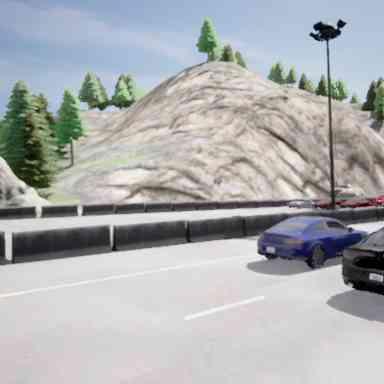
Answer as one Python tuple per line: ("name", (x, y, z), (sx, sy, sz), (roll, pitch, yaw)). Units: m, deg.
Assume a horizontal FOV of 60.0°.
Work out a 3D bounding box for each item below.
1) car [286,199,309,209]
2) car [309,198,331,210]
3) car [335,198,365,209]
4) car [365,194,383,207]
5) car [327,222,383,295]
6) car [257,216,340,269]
("car", (14.970, 1.608, 45.202), (4.718, 1.301, 1.895), (0, 0, -36))
("car", (17.693, 1.465, 42.855), (5.008, 1.535, 1.882), (0, 0, -36))
("car", (19.788, 1.448, 40.052), (5.008, 1.535, 1.882), (0, 0, -36))
("car", (22.340, 1.176, 37.583), (5.566, 2.045, 2.150), (0, 0, -36))
("car", (5.542, 1.466, 7.827), (5.008, 1.535, 1.882), (-1, 0, -36))
("car", (4.188, 1.528, 11.165), (4.674, 1.442, 1.812), (0, 0, -36))
